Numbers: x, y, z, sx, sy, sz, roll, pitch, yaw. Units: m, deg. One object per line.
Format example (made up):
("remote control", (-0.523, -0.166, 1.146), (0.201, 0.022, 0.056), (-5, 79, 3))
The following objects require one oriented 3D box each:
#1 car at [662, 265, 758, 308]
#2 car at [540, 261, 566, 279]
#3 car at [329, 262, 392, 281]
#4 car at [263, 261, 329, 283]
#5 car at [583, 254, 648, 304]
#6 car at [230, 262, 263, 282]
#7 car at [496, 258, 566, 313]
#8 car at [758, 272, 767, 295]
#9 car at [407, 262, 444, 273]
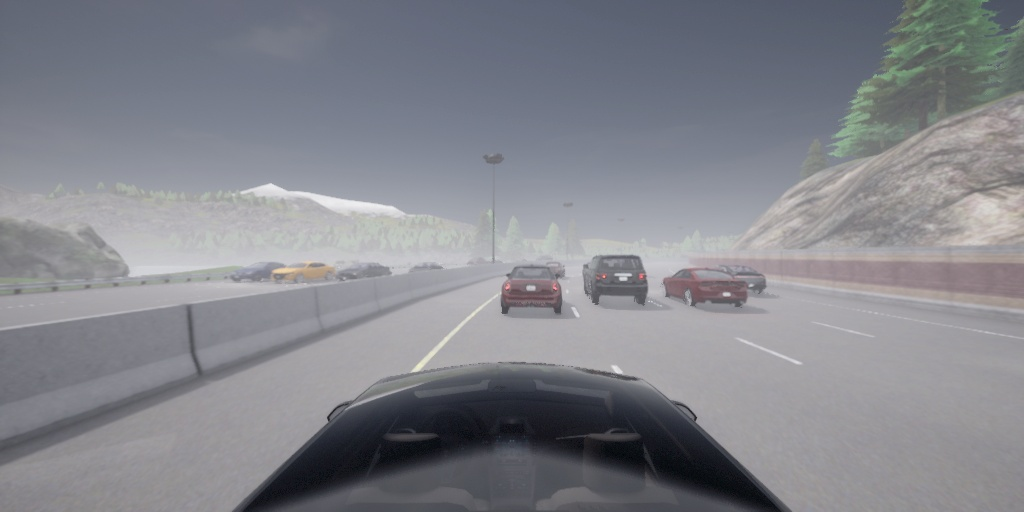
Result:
("car", (7.965, 1.220, 15.337), (1.882, 1.535, 5.008), (0, 0, 6))
("car", (3.772, 1.219, 32.396), (1.812, 1.442, 4.674), (0, 0, 13))
("car", (-11.564, 1.208, 28.364), (2.033, 1.411, 5.357), (0, 0, 10))
("car", (-15.371, 1.131, 26.670), (1.882, 1.535, 5.008), (0, 0, 10))
("car", (4.543, 0.952, 16.357), (2.150, 2.045, 5.566), (0, 0, 6))
("car", (-18.812, 1.169, 27.307), (1.812, 1.442, 4.674), (0, 0, 10))
("car", (0.813, 1.078, 13.966), (2.097, 1.767, 4.553), (0, 0, 5))
("car", (12.100, 1.235, 20.005), (2.128, 1.511, 4.902), (0, 0, 8))
("car", (-7.419, 1.230, 31.155), (1.994, 1.385, 4.181), (0, 0, 12))
